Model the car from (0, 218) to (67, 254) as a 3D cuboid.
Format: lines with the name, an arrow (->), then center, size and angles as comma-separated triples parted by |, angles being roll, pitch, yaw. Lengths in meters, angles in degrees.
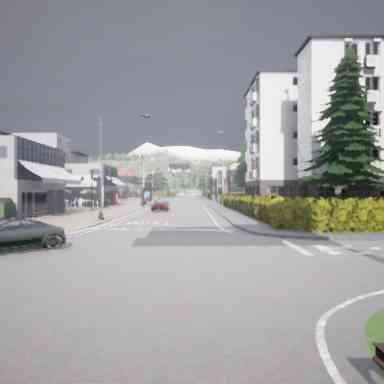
car -> -7.240, 1.739, 13.237 | 4.181, 1.385, 1.994 | -1, 1, -41

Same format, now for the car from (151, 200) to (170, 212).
car -> -3.525, 1.539, 37.394 | 1.895, 1.301, 4.718 | 0, 0, 0

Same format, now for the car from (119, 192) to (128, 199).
car -> -18.985, 1.351, 91.848 | 2.007, 1.523, 4.514 | 0, 0, 0
